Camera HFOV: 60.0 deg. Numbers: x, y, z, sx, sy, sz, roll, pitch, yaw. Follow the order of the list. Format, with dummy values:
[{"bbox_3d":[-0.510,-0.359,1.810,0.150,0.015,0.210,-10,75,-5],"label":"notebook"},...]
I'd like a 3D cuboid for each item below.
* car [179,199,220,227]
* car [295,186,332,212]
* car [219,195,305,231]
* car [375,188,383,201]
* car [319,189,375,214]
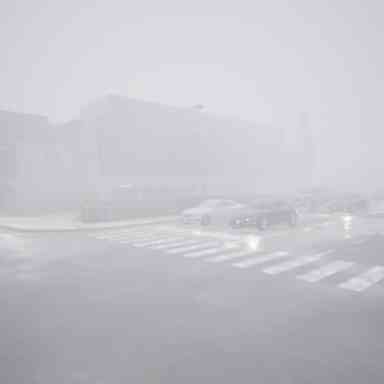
[{"bbox_3d":[1.346,1.174,20.252,4.674,1.442,1.812,-2,1,-42],"label":"car"},{"bbox_3d":[10.460,0.521,28.924,5.566,2.045,2.150,-2,1,-44],"label":"car"},{"bbox_3d":[3.868,1.133,17.676,1.837,1.490,4.892,0,1,44],"label":"car"},{"bbox_3d":[23.782,0.258,42.025,1.882,1.535,5.008,0,1,42],"label":"car"},{"bbox_3d":[12.004,0.814,25.567,4.892,1.490,1.837,-4,3,-44],"label":"car"}]
